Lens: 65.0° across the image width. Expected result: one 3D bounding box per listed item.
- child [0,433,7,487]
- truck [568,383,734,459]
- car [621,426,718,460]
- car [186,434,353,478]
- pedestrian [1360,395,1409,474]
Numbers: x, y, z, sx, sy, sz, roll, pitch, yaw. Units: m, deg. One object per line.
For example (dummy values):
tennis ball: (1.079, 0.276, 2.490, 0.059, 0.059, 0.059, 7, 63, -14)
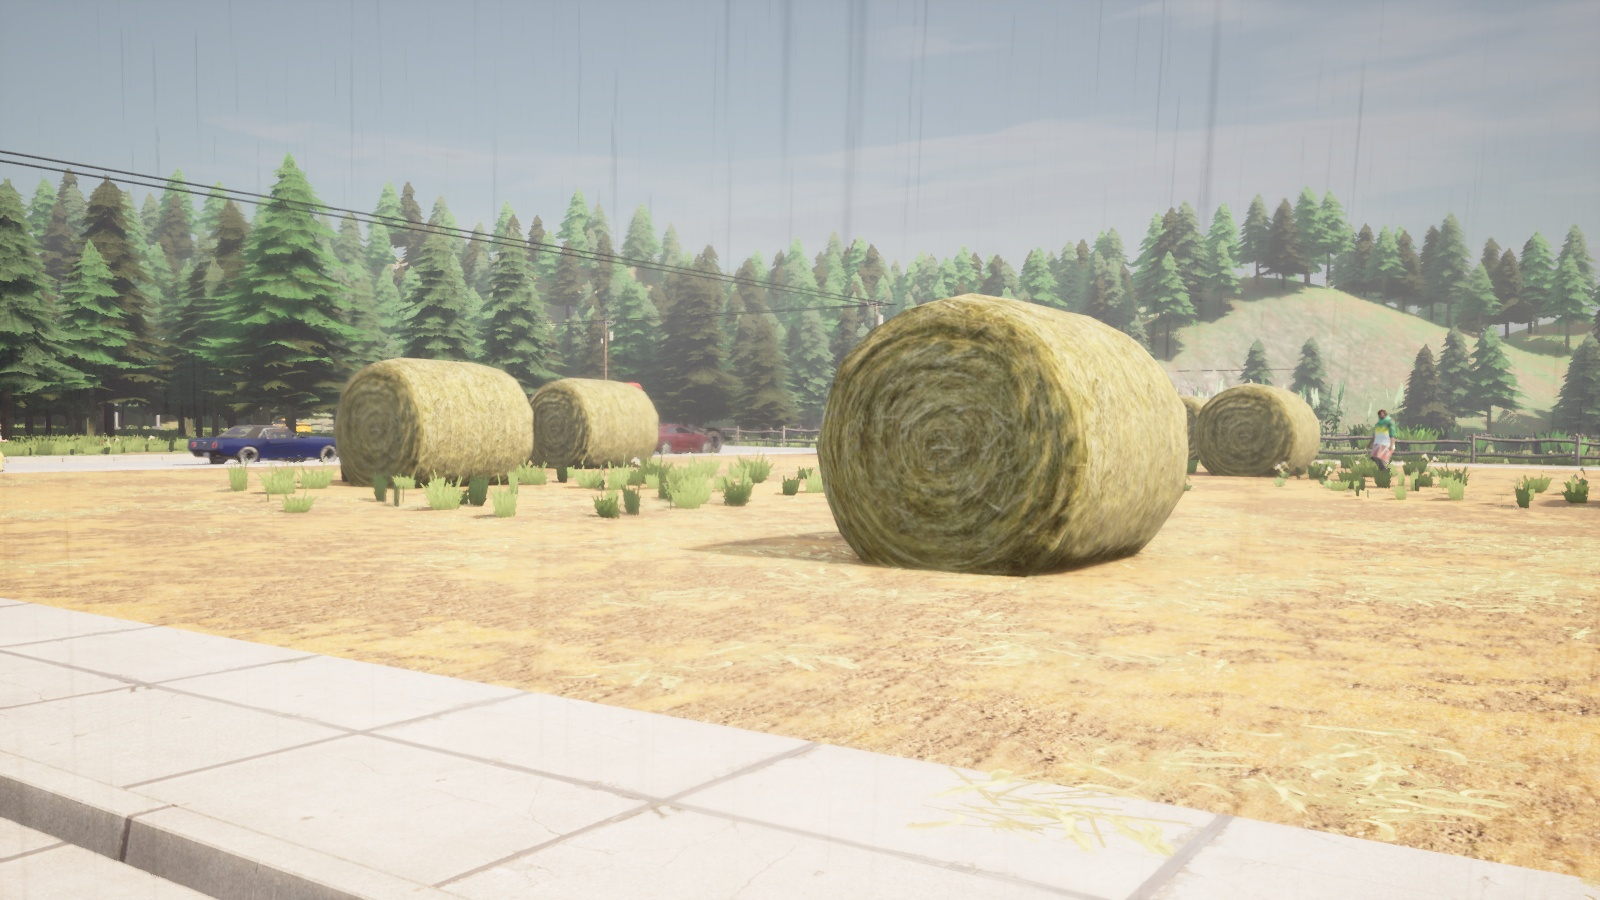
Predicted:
child: (-18.959, 0.231, 29.548, 0.270, 1.263, 0.437, 1, 2, 41)
truck: (-7.128, -1.430, 61.124, 2.891, 3.462, 7.936, 0, 1, 44)
car: (-5.902, -0.354, 57.317, 1.812, 1.442, 4.674, 0, 2, 35)
car: (-17.234, 0.159, 40.994, 1.895, 1.301, 4.718, 0, 1, 35)
pedestrian: (14.536, -0.389, 31.228, 0.873, 1.952, 0.659, -1, 1, -12)
